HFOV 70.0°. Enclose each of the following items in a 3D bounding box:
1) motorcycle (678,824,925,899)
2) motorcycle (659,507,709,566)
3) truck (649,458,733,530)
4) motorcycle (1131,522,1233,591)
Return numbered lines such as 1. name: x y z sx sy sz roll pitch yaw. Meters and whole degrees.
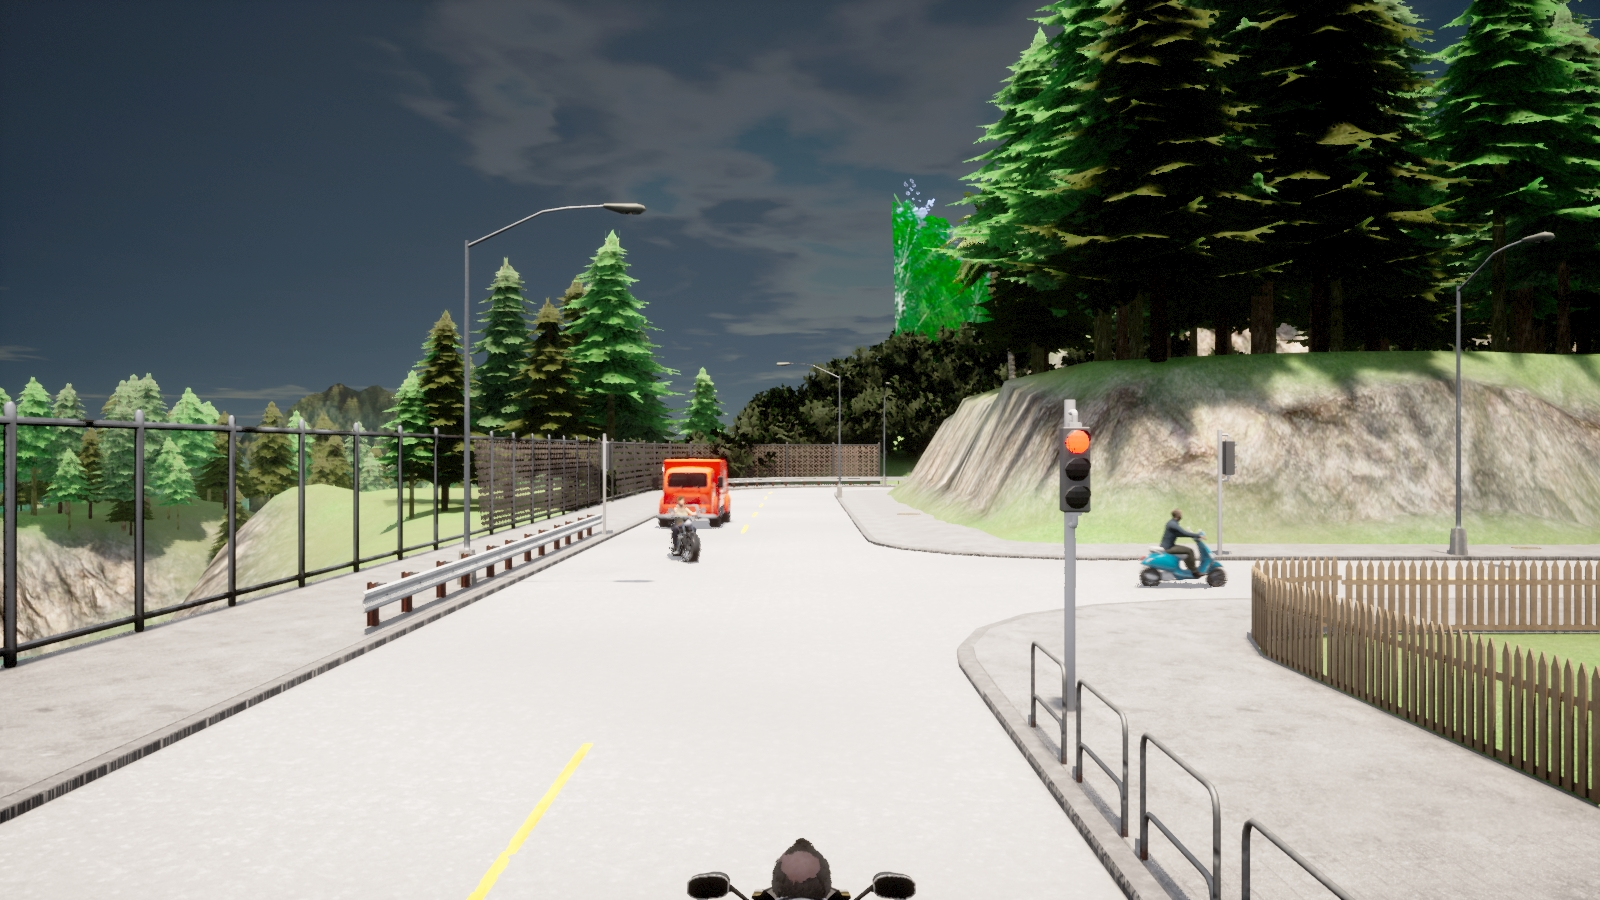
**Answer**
1. motorcycle: 0.004 2.205 3.723 0.867 1.251 2.209 0 0 0
2. motorcycle: -2.959 2.155 28.940 0.764 1.307 2.356 1 0 -18
3. truck: -3.955 1.563 42.570 2.627 2.467 5.204 0 0 0
4. motorcycle: 7.736 2.142 23.184 1.805 1.316 0.856 0 0 3
